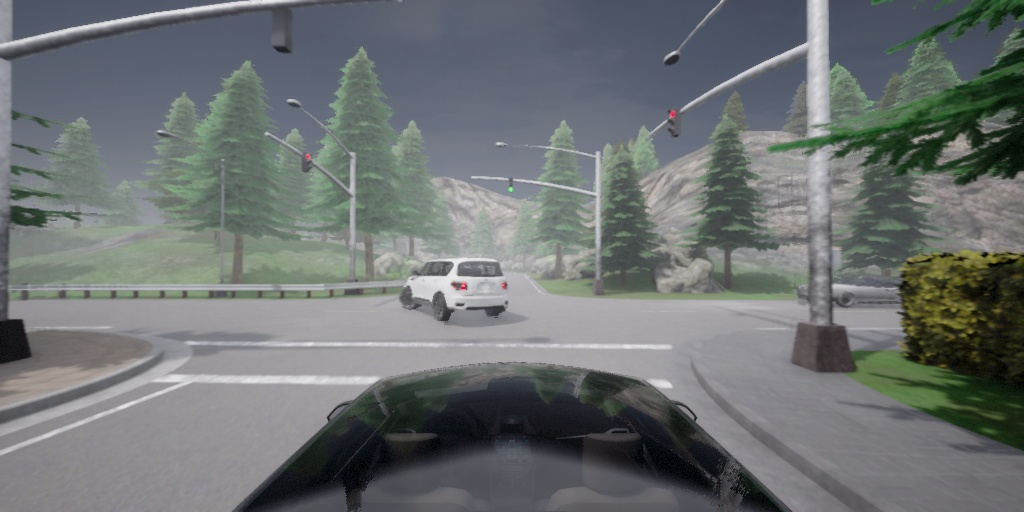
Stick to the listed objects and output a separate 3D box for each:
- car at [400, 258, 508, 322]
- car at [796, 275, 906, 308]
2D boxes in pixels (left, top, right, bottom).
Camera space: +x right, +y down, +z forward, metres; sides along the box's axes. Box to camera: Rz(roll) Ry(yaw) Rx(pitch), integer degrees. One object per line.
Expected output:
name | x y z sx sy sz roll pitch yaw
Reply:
car | -2.267 1.110 13.289 2.150 2.045 5.566 2 -2 -33
car | 15.338 1.510 15.676 4.718 1.301 1.895 0 -1 0
